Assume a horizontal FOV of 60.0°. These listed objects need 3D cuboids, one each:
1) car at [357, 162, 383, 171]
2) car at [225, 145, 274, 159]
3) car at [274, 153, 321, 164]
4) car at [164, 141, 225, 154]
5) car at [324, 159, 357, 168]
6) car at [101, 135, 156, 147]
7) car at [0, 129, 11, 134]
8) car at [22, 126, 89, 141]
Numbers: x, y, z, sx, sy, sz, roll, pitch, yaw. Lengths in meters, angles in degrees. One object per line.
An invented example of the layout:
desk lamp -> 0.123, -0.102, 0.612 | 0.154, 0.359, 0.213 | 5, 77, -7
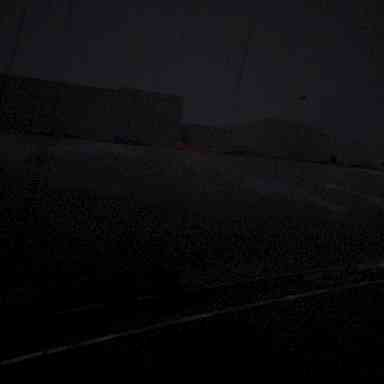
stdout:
car -> 20.136, -2.639, 38.746 | 4.892, 1.521, 2.231 | 3, -1, -26
car -> 5.035, -3.548, 31.750 | 4.553, 1.767, 2.185 | 3, -1, -22
car -> 10.267, -3.125, 34.050 | 4.792, 1.488, 2.163 | 3, -1, -24
car -> -0.072, -3.680, 29.646 | 5.008, 1.535, 2.097 | 3, -1, -21
car -> 15.270, -2.856, 36.365 | 4.674, 1.452, 2.002 | 3, -1, -25
car -> -5.243, -3.899, 27.644 | 4.674, 1.452, 2.002 | 3, -1, -20
car -> -15.671, -4.423, 23.974 | 4.892, 1.521, 2.231 | 2, -1, -19
car -> -10.452, -4.191, 25.756 | 4.892, 1.521, 2.231 | 3, -1, -19
